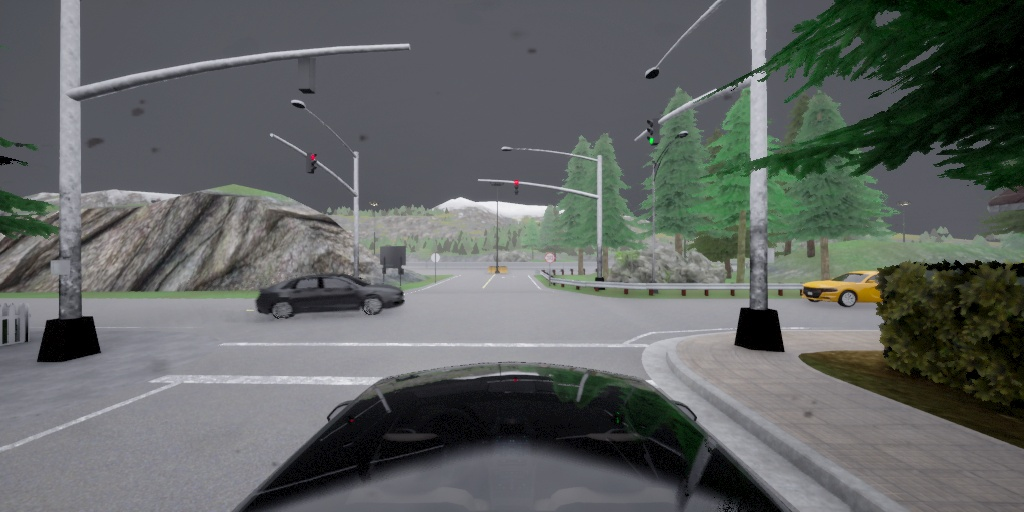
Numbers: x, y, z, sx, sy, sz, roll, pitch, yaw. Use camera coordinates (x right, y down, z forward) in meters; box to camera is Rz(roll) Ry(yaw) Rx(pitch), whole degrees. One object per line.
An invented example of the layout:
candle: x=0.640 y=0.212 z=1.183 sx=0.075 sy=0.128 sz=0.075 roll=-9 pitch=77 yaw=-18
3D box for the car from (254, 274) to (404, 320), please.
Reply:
car: x=-6.538 y=1.402 z=13.195 sx=4.892 sy=1.490 sz=1.837 roll=-2 pitch=1 yaw=-11

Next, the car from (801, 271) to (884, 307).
car: x=15.955 y=1.419 z=16.176 sx=5.008 sy=1.535 sz=1.882 roll=0 pitch=0 yaw=0
